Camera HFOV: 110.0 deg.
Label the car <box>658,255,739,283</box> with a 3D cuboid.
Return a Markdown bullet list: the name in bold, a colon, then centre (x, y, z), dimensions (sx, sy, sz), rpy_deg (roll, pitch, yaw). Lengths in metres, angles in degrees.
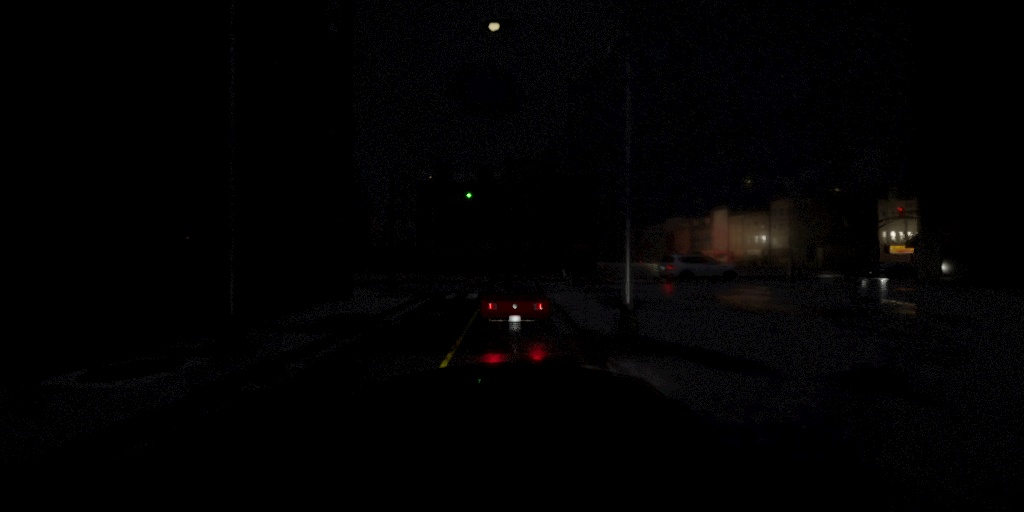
- **car**: centre (13.695, 0.945, 26.459), dimensions (5.566, 2.045, 2.150), rpy_deg (0, 0, -6)

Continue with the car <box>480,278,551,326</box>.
- **car**: centre (0.095, 1.358, 11.666), dimensions (1.895, 1.301, 4.718), rpy_deg (0, 0, 0)

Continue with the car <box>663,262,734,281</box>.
- **car**: centre (15.248, 1.228, 29.469), dimensions (4.902, 1.511, 2.128), rpy_deg (0, 0, -9)

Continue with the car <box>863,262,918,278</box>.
- **car**: centre (34.434, 1.223, 32.507), dimensions (4.674, 1.442, 1.812), rpy_deg (0, 0, -9)

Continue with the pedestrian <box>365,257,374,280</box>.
- **pedestrian**: centre (-11.203, 0.965, 28.105), dimensions (0.375, 1.860, 0.375), rpy_deg (0, 0, -9)
